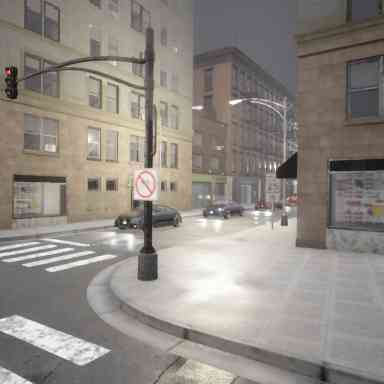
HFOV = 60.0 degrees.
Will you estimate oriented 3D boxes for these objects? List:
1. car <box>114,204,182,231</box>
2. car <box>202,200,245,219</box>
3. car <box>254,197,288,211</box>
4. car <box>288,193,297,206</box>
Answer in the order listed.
[{"bbox_3d":[-2.382,1.388,18.865,1.994,1.385,4.181,1,1,34],"label":"car"},{"bbox_3d":[2.534,1.296,26.231,1.994,1.385,4.181,1,1,34],"label":"car"},{"bbox_3d":[8.035,1.190,34.456,1.994,1.385,4.181,1,1,34],"label":"car"},{"bbox_3d":[13.760,0.869,42.964,2.097,1.767,4.553,1,1,34],"label":"car"}]
